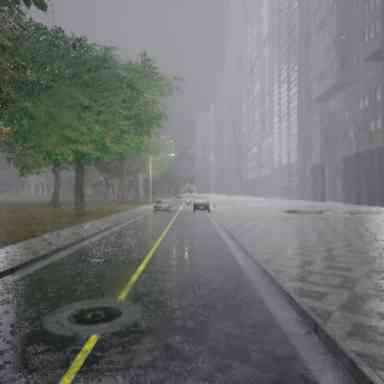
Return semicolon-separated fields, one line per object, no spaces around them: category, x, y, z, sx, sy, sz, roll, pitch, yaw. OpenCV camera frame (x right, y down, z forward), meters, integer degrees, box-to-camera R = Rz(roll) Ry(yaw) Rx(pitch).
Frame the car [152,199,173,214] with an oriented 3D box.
car;-3.113;1.503;36.058;1.837;1.490;4.892;0;0;0

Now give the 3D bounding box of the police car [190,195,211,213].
police car;1.030;1.421;37.309;1.930;1.638;5.238;0;0;0

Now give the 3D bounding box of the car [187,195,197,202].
car;-0.040;1.378;72.821;2.128;1.511;4.902;0;0;0

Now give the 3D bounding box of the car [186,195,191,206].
car;-0.030;1.567;55.037;1.895;1.301;4.718;0;0;0
